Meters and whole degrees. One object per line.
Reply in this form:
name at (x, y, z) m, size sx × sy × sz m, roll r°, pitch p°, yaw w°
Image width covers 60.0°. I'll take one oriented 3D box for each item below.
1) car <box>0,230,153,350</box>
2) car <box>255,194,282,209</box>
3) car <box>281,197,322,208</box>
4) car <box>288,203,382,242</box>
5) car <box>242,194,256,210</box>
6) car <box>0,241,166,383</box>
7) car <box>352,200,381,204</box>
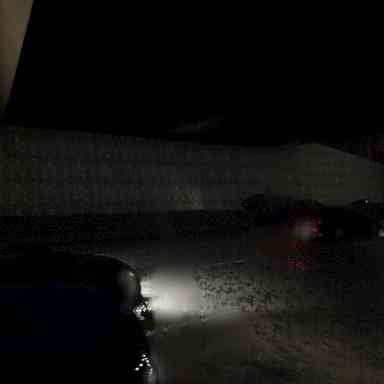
car at (-3.010, 1.564, 5.747) m, size 4.181 × 1.385 × 1.994 m, roll 0°, pitch 0°, yaw -32°
car at (10.155, 1.346, 39.082) m, size 4.553 × 1.767 × 2.097 m, roll 0°, pitch 0°, yaw -32°
car at (12.349, 1.520, 36.314) m, size 4.674 × 1.442 × 1.812 m, roll 0°, pitch 0°, yaw -32°
car at (7.201, 1.502, 16.304) m, size 4.892 × 1.490 × 1.837 m, roll 0°, pitch 0°, yaw -32°
car at (8.953, 1.216, 42.464) m, size 5.566 × 2.045 × 2.150 m, roll 0°, pitch 0°, yaw -32°
car at (-2.843, 1.221, 1.717) m, size 5.566 × 2.045 × 2.150 m, roll 0°, pitch 0°, yaw -32°
car at (18.499, 1.541, 36.064) m, size 5.357 × 1.411 × 2.033 m, roll 0°, pitch 0°, yaw -32°
